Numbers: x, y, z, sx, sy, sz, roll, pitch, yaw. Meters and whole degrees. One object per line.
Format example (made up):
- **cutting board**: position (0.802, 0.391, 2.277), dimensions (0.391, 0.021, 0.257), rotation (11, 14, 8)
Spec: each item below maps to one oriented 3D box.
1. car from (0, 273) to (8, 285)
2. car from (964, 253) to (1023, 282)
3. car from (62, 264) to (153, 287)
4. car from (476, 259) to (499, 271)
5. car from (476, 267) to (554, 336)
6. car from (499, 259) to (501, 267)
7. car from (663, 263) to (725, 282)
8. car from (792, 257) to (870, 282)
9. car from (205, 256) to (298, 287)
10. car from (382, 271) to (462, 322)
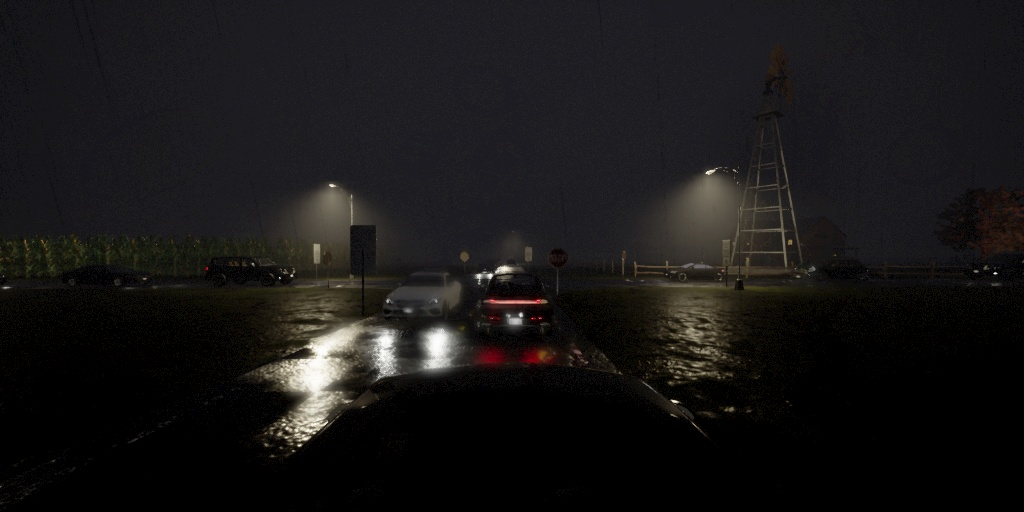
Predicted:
- **car**: position (-38.429, 1.419, 25.017), dimensions (4.674, 1.442, 1.812), rotation (0, 1, -1)
- **car**: position (37.565, 0.804, 26.753), dimensions (5.566, 2.045, 2.150), rotation (0, 1, 3)
- **car**: position (-28.189, 1.332, 25.065), dimensions (5.008, 1.535, 1.882), rotation (0, 1, 0)
- **car**: position (-2.930, 1.288, 41.435), dimensions (1.994, 1.385, 4.181), rotation (0, 0, 1)
- **car**: position (0.094, 1.239, 10.340), dimensions (2.128, 1.511, 4.902), rotation (0, 0, 0)
- **car**: position (-2.933, 1.217, 50.402), dimensions (1.837, 1.490, 4.892), rotation (0, 0, 0)
- **car**: position (13.920, 1.229, 27.542), dimensions (4.181, 1.385, 1.994), rotation (0, 1, 2)
- **car**: position (24.107, 0.983, 27.256), dimensions (4.553, 1.767, 2.097), rotation (0, 1, 2)
- **car**: position (-18.154, 1.039, 25.060), dimensions (5.566, 2.045, 2.150), rotation (0, 1, 0)
- **car**: position (-2.887, 1.272, 12.453), dimensions (1.812, 1.442, 4.674), rotation (0, 0, 1)
